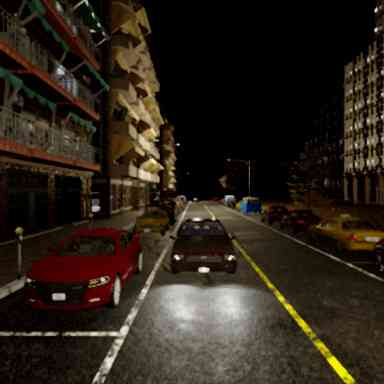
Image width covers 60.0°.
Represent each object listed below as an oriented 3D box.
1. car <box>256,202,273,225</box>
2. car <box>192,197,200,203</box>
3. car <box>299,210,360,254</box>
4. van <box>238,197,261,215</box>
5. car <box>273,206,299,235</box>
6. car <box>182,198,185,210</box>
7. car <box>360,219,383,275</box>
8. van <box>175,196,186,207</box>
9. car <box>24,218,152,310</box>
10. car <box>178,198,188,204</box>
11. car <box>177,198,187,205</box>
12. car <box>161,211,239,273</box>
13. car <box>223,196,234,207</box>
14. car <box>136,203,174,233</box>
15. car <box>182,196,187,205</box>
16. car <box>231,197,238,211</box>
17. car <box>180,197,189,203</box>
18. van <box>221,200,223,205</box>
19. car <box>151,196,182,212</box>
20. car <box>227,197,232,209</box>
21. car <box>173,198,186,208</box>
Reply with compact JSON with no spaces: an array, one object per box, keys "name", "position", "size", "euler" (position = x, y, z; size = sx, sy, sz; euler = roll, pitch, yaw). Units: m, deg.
[{"name":"car","position":[6.223,1.668,24.503],"size":[1.802,1.307,4.206],"euler":[0,0,0]},{"name":"car","position":[0.958,1.868,80.119],"size":[2.033,1.411,5.357],"euler":[0,0,0]},{"name":"car","position":[6.141,1.574,13.621],"size":[1.752,1.417,4.829],"euler":[0,0,0]},{"name":"van","position":[6.306,1.468,35.557],"size":[1.690,1.788,3.998],"euler":[0,0,0]},{"name":"car","position":[6.182,1.648,18.978],"size":[1.802,1.307,4.206],"euler":[0,0,0]},{"name":"car","position":[-2.072,1.675,35.621],"size":[2.008,1.369,4.403],"euler":[0,0,0]},{"name":"car","position":[6.097,1.469,7.924],"size":[1.967,1.590,4.097],"euler":[0,0,0]},{"name":"van","position":[-1.907,1.557,57.728],"size":[1.690,1.788,3.998],"euler":[0,0,0]},{"name":"car","position":[-2.282,1.570,7.988],"size":[1.887,1.381,4.507],"euler":[0,0,0]},{"name":"car","position":[-1.821,1.848,68.778],"size":[1.802,1.307,4.206],"euler":[0,0,0]},{"name":"car","position":[-1.863,1.823,63.252],"size":[1.802,1.307,4.206],"euler":[0,0,0]},{"name":"car","position":[0.340,1.584,11.029],"size":[2.033,1.411,5.357],"euler":[0,0,1]},{"name":"car","position":[6.432,1.635,52.136],"size":[1.967,1.590,4.097],"euler":[0,0,0]},{"name":"car","position":[-2.200,1.588,18.872],"size":[1.752,1.417,4.829],"euler":[0,0,0]},{"name":"car","position":[-2.031,1.586,41.146],"size":[1.967,1.590,4.097],"euler":[0,0,0]},{"name":"car","position":[6.351,1.675,41.252],"size":[1.752,1.417,4.829],"euler":[0,0,0]},{"name":"car","position":[-1.737,1.884,79.831],"size":[1.947,1.339,4.313],"euler":[0,0,0]},{"name":"van","position":[6.473,1.560,57.664],"size":[1.690,1.788,3.998],"euler":[0,0,0]},{"name":"car","position":[-2.158,1.398,24.568],"size":[2.192,1.841,5.009],"euler":[0,0,0]},{"name":"car","position":[6.391,1.737,46.610],"size":[1.947,1.339,4.313],"euler":[0,0,0]},{"name":"car","position":[-1.947,1.737,52.200],"size":[1.887,1.381,4.507],"euler":[0,0,0]}]
